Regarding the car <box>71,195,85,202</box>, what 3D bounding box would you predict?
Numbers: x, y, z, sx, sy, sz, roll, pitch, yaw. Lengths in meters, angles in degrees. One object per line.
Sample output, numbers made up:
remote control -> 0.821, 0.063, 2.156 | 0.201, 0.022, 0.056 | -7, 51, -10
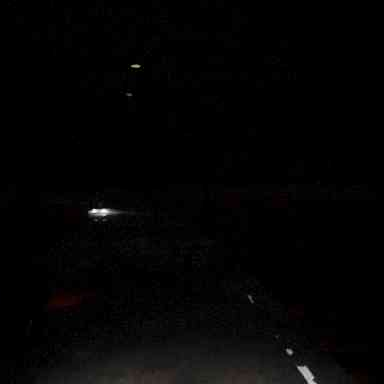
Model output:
car -> -23.751, 1.292, 69.816 | 1.812, 1.442, 4.674 | -1, 1, -40

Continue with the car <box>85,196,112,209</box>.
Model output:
car -> -12.475, 1.410, 44.170 | 2.128, 1.511, 4.902 | -1, 0, -23

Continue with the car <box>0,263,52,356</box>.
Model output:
car -> -3.238, 1.548, 3.407 | 2.033, 1.411, 5.357 | 0, 0, -2

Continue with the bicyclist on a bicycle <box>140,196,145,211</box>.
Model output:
bicyclist on a bicycle -> -5.546, 1.278, 37.097 | 0.582, 1.620, 1.656 | -2, 0, -19

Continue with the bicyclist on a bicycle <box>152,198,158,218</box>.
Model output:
bicyclist on a bicycle -> -3.142, 1.382, 28.828 | 0.582, 1.620, 1.656 | -8, 6, -14
